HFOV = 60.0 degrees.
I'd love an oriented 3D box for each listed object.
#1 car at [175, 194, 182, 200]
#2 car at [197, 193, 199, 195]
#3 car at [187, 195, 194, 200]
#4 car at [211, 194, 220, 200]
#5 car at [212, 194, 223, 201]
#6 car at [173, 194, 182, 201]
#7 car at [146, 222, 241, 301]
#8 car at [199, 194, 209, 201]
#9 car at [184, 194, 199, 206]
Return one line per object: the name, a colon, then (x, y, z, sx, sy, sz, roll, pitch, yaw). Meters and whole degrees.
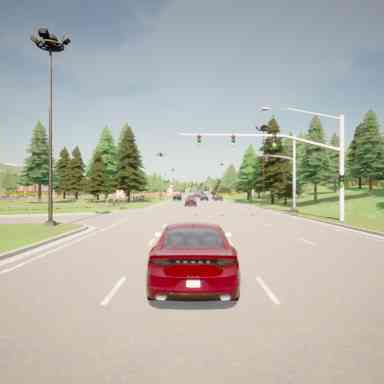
car: (-3.846, 1.310, 93.999, 1.882, 1.535, 5.008, 0, 0, 0)
car: (3.154, 1.357, 94.025, 2.128, 1.511, 4.902, 0, 0, 0)
car: (-0.346, 1.427, 94.042, 1.895, 1.301, 4.718, 0, 0, 0)
car: (6.654, 1.372, 94.038, 2.033, 1.411, 5.357, 0, 0, 0)
car: (6.693, 1.516, 83.618, 2.128, 1.511, 4.902, 0, 0, 0)
car: (-3.807, 1.469, 83.579, 1.882, 1.535, 5.008, 0, 0, 0)
car: (0.032, 1.478, 8.377, 1.882, 1.535, 5.008, 0, 0, 0)
car: (3.191, 1.516, 84.022, 1.812, 1.442, 4.674, 0, 0, 0)
car: (-0.194, 1.525, 52.979, 1.812, 1.442, 4.674, 0, 0, 0)
